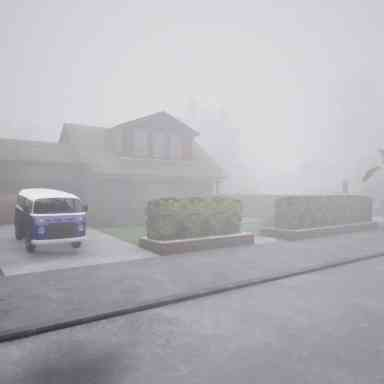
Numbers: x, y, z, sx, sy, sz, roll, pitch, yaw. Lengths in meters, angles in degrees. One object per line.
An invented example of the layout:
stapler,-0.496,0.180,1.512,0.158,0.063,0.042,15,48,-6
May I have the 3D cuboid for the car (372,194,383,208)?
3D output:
car,24.038,0.985,40.783,3.866,1.878,1.905,0,0,0
